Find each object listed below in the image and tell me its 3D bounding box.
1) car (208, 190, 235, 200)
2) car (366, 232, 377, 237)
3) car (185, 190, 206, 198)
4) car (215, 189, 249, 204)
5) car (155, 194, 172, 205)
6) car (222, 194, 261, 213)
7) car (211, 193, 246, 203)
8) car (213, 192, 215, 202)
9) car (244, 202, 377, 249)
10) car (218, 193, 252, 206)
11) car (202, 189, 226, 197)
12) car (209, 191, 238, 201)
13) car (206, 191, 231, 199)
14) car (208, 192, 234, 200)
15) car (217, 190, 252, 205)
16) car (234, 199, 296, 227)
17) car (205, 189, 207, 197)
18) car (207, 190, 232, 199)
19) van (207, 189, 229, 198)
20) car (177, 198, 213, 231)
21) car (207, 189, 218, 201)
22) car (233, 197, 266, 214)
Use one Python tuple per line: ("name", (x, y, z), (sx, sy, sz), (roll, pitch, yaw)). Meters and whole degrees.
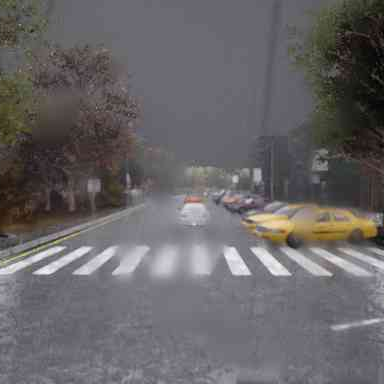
("car", (5.540, 0.630, 61.956), (4.553, 1.767, 2.185), (1, 0, -20))
("car", (5.489, 1.472, 4.991), (5.366, 1.575, 1.946), (1, 0, -20))
("car", (0.201, 0.882, 39.408), (2.097, 1.767, 4.553), (0, 1, 0))
("car", (5.444, 0.908, 37.951), (4.553, 1.767, 2.185), (1, 1, -20))
("car", (-3.881, 1.011, 46.248), (1.994, 1.385, 4.181), (0, 1, 0))
("car", (5.364, 1.191, 28.942), (4.674, 1.452, 2.002), (0, 1, -20))
("car", (5.463, 0.917, 49.942), (4.792, 1.488, 2.163), (1, 1, -20))
("car", (5.427, 1.036, 40.950), (4.674, 1.452, 2.002), (1, 0, -20))
("car", (5.142, 1.353, 13.876), (5.366, 1.575, 1.946), (1, 1, -20))
("car", (5.349, 1.140, 31.933), (4.792, 1.488, 2.163), (1, 1, -20))
("car", (5.696, 0.263, 86.011), (5.566, 2.045, 2.435), (1, 0, -20))
("car", (5.521, 0.661, 58.955), (4.553, 1.767, 2.185), (1, 0, -20))
("car", (5.615, 0.664, 70.977), (5.008, 1.535, 2.097), (1, 0, -20))
("car", (5.591, 0.765, 64.966), (4.674, 1.452, 2.002), (1, 1, -20))
("car", (5.426, 0.947, 34.950), (4.553, 1.767, 2.185), (1, 1, -20))
("car", (5.147, 1.312, 16.877), (5.366, 1.575, 1.946), (0, 1, -20))
("car", (5.489, 0.602, 52.940), (5.566, 2.045, 2.435), (1, 1, -20))
("car", (5.641, 0.569, 67.973), (4.553, 1.767, 2.185), (1, 1, -20))
("van", (5.748, 0.409, 74.019), (4.442, 1.987, 1.878), (1, 0, -20))
("car", (0.125, 1.329, 18.970), (1.812, 1.442, 4.674), (0, 1, 0))
("car", (5.440, 0.708, 43.924), (5.566, 2.045, 2.435), (1, 1, -20))
("car", (5.336, 1.276, 19.941), (4.892, 1.521, 2.231), (0, 1, -20))
